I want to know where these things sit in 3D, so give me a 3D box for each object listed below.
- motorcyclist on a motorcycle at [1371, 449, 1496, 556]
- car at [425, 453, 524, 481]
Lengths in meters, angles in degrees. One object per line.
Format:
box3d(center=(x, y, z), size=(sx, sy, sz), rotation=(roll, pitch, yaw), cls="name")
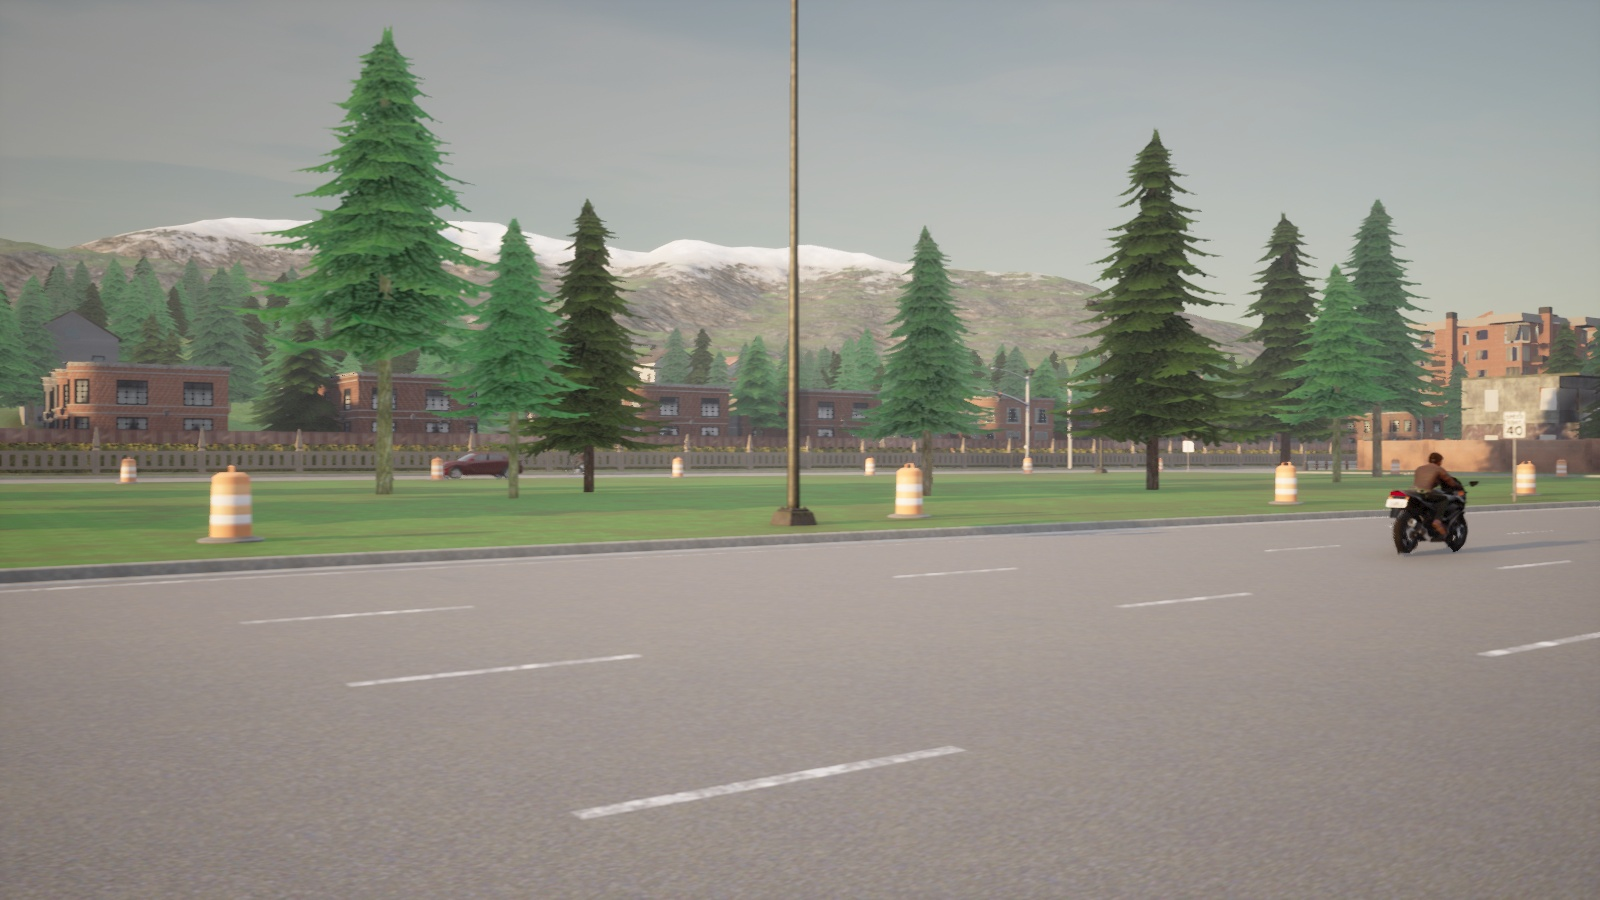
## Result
box3d(center=(9.493, 0.753, 18.795), size=(2.044, 1.523, 0.797), rotation=(0, 0, -35), cls="motorcyclist on a motorcycle")
box3d(center=(-18.180, 0.933, 70.275), size=(5.008, 1.535, 1.882), rotation=(0, 0, -35), cls="car")
